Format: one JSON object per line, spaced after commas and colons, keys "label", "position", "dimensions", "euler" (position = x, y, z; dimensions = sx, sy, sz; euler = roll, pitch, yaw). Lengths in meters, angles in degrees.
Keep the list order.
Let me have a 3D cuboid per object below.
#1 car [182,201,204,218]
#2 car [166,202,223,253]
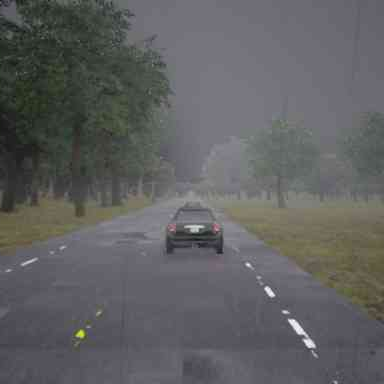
{"label": "car", "position": [0.086, 1.625, 32.158], "dimensions": [1.994, 1.385, 4.181], "euler": [0, 0, 0]}
{"label": "car", "position": [0.094, 1.373, 13.882], "dimensions": [2.097, 1.767, 4.553], "euler": [0, 0, 0]}
